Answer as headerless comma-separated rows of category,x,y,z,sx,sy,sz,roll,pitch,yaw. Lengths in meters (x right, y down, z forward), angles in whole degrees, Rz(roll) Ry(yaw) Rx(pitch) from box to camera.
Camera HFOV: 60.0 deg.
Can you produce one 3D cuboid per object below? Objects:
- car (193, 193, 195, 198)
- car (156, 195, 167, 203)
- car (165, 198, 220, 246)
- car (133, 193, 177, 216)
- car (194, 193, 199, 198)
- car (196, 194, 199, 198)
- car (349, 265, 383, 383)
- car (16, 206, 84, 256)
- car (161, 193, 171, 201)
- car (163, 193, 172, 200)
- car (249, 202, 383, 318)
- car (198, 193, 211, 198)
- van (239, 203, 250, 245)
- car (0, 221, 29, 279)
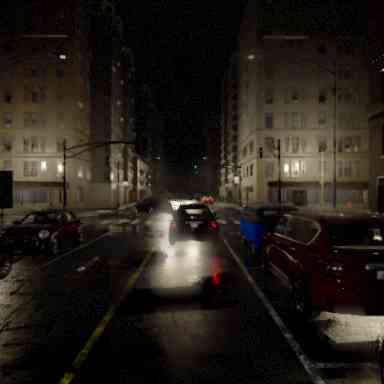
car,1.940,1.475,84.964,1.887,1.381,4.507,0,0,-1
car,-6.208,1.363,67.827,1.967,1.590,4.097,0,0,-1
car,0.091,1.327,15.172,2.097,1.767,4.553,0,0,0
car,-3.920,1.295,32.485,2.097,1.767,4.553,-1,0,-38
car,2.065,1.504,79.311,1.802,1.307,4.206,0,0,-1
car,2.316,1.506,68.007,1.802,1.307,4.206,0,0,-1
car,2.858,1.563,1.763,1.947,1.339,4.313,0,0,0
car,-5.669,1.418,12.804,1.967,1.590,4.097,0,0,0
car,-6.584,1.245,84.789,2.192,1.841,5.009,0,0,-1
car,-6.709,1.257,90.444,2.192,1.841,5.009,0,0,-1
car,2.858,1.303,7.286,2.192,1.841,5.009,0,0,0
car,2.565,1.371,56.700,1.967,1.590,4.097,0,0,-1
van,2.857,1.320,12.810,1.690,1.788,3.998,0,0,0
car,-5.668,1.553,7.279,1.947,1.339,4.313,0,0,0
